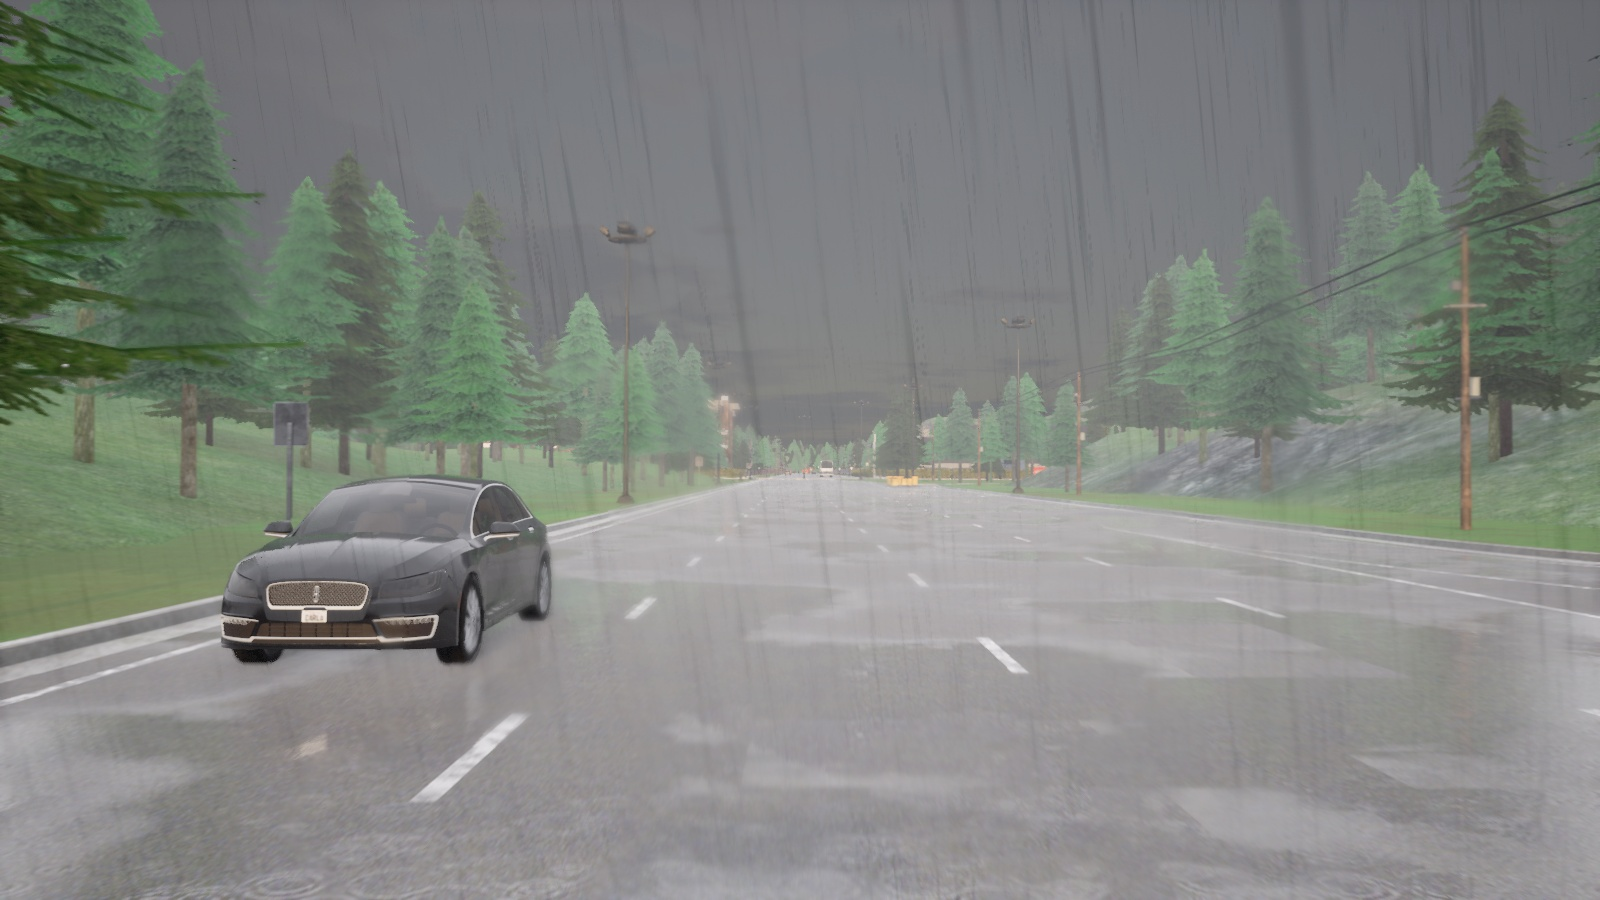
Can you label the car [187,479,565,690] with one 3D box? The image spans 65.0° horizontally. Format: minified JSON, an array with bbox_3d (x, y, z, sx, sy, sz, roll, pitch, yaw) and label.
[{"bbox_3d":[-3.527,1.027,11.549,1.837,1.490,4.892,0,-1,0],"label":"car"}]
